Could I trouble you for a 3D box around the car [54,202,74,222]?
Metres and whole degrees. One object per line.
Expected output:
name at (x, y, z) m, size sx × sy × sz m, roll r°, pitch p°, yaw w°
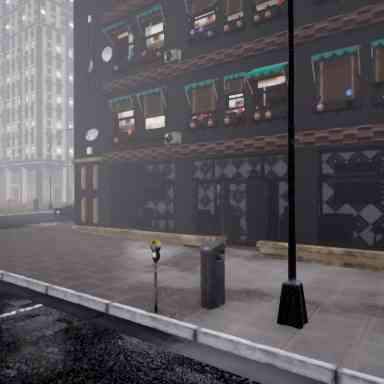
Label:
car at (-7.303, 1.279, 22.814) m, size 1.947 × 1.339 × 4.313 m, roll 1°, pitch 1°, yaw 35°
